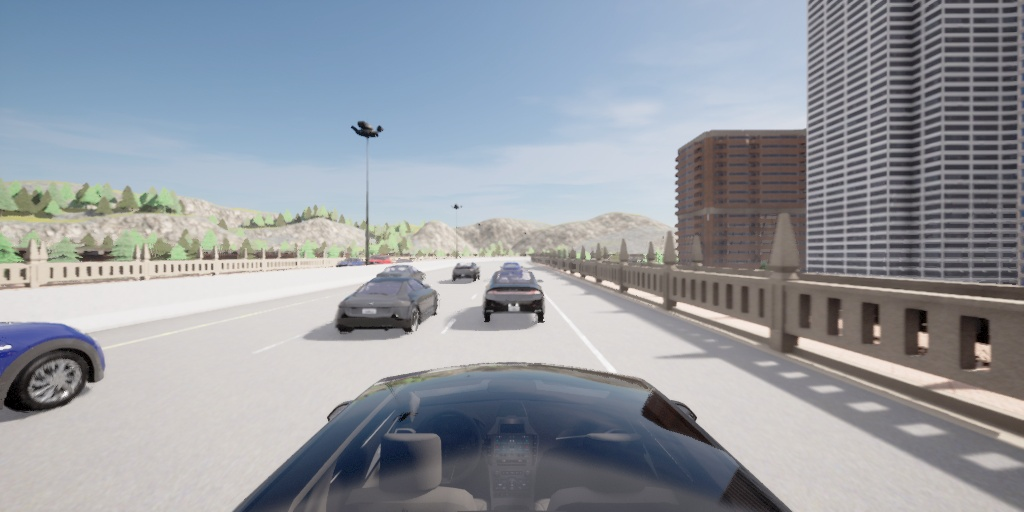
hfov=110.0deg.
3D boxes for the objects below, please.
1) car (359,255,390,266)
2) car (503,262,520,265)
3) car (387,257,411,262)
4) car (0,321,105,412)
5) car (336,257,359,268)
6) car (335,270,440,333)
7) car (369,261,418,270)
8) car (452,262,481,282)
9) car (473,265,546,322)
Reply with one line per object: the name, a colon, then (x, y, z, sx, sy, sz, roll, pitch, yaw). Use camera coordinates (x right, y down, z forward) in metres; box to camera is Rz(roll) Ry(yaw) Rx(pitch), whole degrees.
car: (-17.796, 0.873, 47.726, 2.150, 2.045, 5.566, 0, 0, 0)
car: (-0.045, 1.208, 29.280, 1.812, 1.442, 4.674, 0, 0, 0)
car: (-14.299, 1.125, 47.203, 1.882, 1.535, 5.008, 0, 0, 0)
car: (-6.927, 1.102, 3.241, 2.097, 1.767, 4.553, 0, 0, 0)
car: (-21.294, 1.002, 47.369, 2.097, 1.767, 4.553, 0, 0, 0)
car: (-3.445, 1.294, 10.643, 1.994, 1.385, 4.181, 0, 0, 0)
car: (-6.999, 1.250, 22.912, 2.033, 1.411, 5.357, 0, 0, 0)
car: (-3.526, 1.179, 28.267, 2.128, 1.511, 4.902, 0, 0, 0)
car: (0.050, 1.216, 12.199, 2.128, 1.511, 4.902, 0, 0, 0)
